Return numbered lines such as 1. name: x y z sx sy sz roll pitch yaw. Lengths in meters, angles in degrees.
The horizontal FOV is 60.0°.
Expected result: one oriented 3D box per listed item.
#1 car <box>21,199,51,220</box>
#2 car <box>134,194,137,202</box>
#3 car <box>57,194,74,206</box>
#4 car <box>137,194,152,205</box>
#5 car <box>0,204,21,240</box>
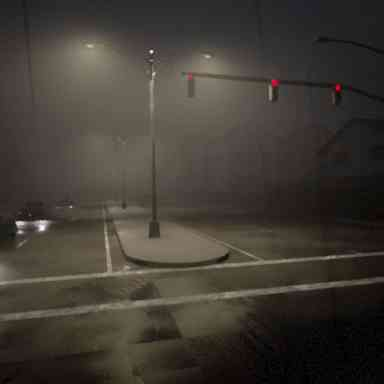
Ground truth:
1. car: -12.677 1.404 27.021 1.837 1.490 4.892 -1 2 -15
2. car: -9.121 1.009 58.068 1.812 1.442 4.674 -1 1 -15
3. car: -18.573 1.102 48.962 2.097 1.767 4.553 -1 1 -15
4. car: -6.401 1.057 48.118 1.837 1.490 4.892 -1 1 -15
5. car: -9.271 1.344 14.512 2.097 1.767 4.553 -1 1 -15
